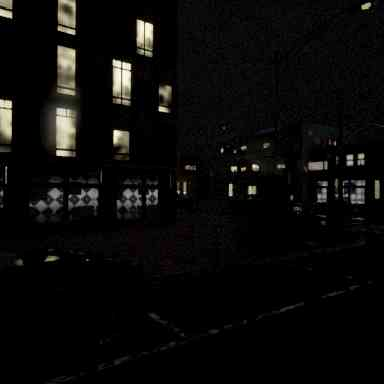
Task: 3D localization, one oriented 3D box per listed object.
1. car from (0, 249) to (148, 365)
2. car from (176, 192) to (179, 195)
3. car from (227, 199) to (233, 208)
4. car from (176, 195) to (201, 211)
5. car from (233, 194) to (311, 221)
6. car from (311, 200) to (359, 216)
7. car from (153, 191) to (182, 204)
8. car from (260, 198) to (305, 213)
[{"bbox_3d":[-2.695,1.566,4.633,4.313,1.339,1.947,0,0,-36],"label":"car"},{"bbox_3d":[-0.614,1.101,47.633,2.008,1.369,4.403,1,0,-36],"label":"car"},{"bbox_3d":[5.966,1.130,38.703,1.967,1.590,4.097,1,0,-36],"label":"car"},{"bbox_3d":[-0.783,1.230,33.732,1.802,1.307,4.206,1,0,-36],"label":"car"},{"bbox_3d":[5.802,1.101,24.801,2.192,1.841,5.009,1,0,-36],"label":"car"},{"bbox_3d":[12.543,1.371,29.771,1.887,1.381,4.507,1,0,-36],"label":"car"},{"bbox_3d":[-3.898,0.793,52.097,2.192,1.841,5.009,1,0,-36],"label":"car"},{"bbox_3d":[9.254,1.340,34.236,1.802,1.307,4.206,1,0,-36],"label":"car"}]
